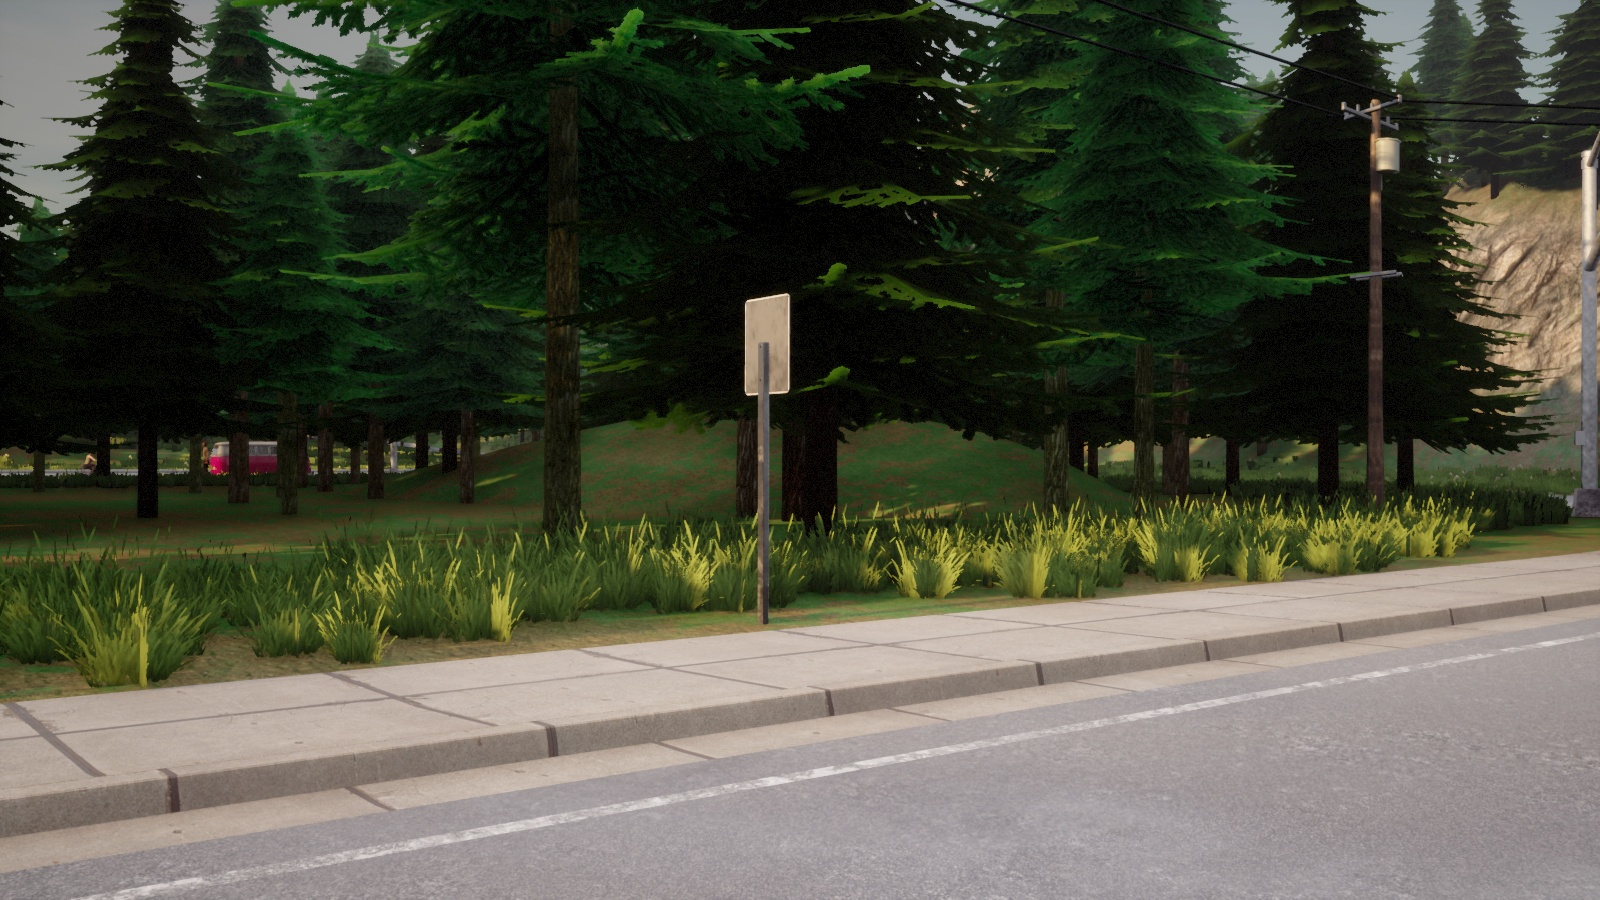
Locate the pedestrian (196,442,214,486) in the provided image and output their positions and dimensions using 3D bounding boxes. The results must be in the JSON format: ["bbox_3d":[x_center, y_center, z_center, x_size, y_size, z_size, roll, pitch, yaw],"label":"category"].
[{"bbox_3d":[-25.535,0.593,53.919,0.634,1.846,0.331,0,0,-35],"label":"pedestrian"}]

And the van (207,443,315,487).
[{"bbox_3d":[-25.500,0.697,59.442,4.442,1.987,1.775,0,0,-35],"label":"van"}]
